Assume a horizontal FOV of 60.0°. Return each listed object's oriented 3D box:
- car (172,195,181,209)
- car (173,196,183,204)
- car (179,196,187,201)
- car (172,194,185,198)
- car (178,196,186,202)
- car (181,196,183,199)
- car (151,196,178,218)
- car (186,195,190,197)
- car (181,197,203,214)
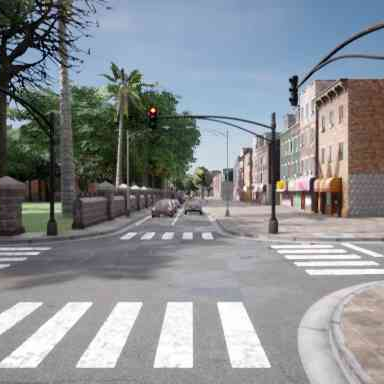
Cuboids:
[{"bbox_3d":[-2.601,1.484,36.275,1.967,1.590,4.097,0,0,0],"label":"car"},{"bbox_3d":[-2.941,1.688,71.192,1.837,1.490,4.892,0,0,0],"label":"car"},{"bbox_3d":[-2.541,1.880,93.161,1.947,1.339,4.313,-1,0,0],"label":"car"},{"bbox_3d":[-2.910,1.378,64.223,2.150,2.045,5.566,0,0,0],"label":"car"},{"bbox_3d":[-2.547,1.828,87.472,2.008,1.369,4.403,-1,0,0],"label":"car"},{"bbox_3d":[-2.589,1.662,47.652,1.802,1.307,4.206,0,0,0],"label":"car"},{"bbox_3d":[-2.608,1.470,30.587,1.967,1.590,4.097,0,0,0],"label":"car"},{"bbox_3d":[0.175,1.639,66.725,1.882,1.535,5.008,0,0,0],"label":"car"},{"bbox_3d":[0.147,1.590,35.822,2.033,1.411,5.357,0,0,0],"label":"car"}]
